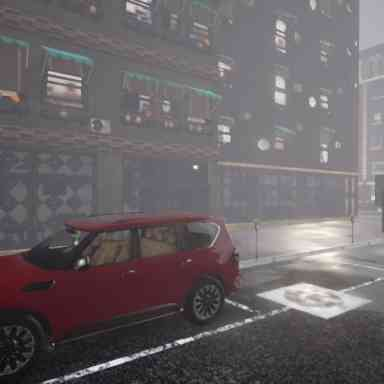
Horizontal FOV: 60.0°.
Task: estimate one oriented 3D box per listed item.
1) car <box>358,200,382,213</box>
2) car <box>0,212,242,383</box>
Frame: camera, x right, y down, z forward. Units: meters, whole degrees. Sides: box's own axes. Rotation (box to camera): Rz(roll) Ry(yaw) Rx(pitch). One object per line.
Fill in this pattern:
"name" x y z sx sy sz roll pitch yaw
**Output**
"car" 20.139 1.530 37.349 1.887 1.381 4.507 1 0 -36
"car" -1.383 1.315 5.569 5.009 1.841 2.192 0 1 -36
